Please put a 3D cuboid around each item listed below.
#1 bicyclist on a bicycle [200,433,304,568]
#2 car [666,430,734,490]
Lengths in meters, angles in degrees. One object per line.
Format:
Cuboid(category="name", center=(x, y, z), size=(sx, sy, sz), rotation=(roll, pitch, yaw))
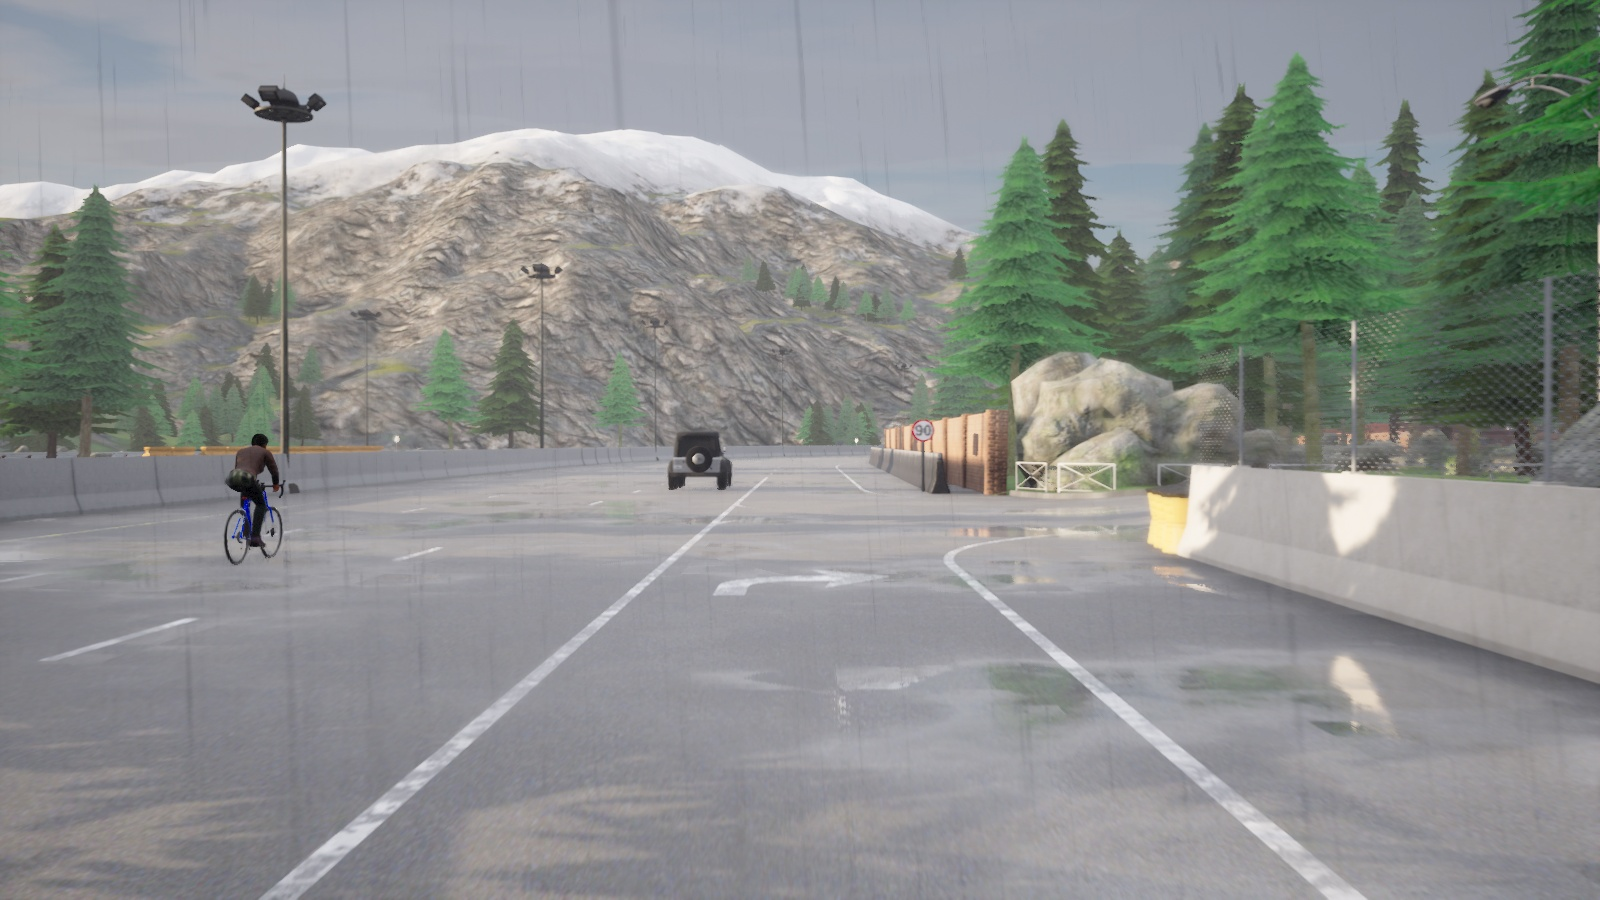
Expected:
Cuboid(category="bicyclist on a bicycle", center=(-6.894, 0.604, 15.866), size=(0.582, 1.620, 1.656), rotation=(0, 0, 0))
Cuboid(category="car", center=(-3.250, 0.307, 41.273), size=(1.905, 1.878, 3.866), rotation=(0, 0, 0))
